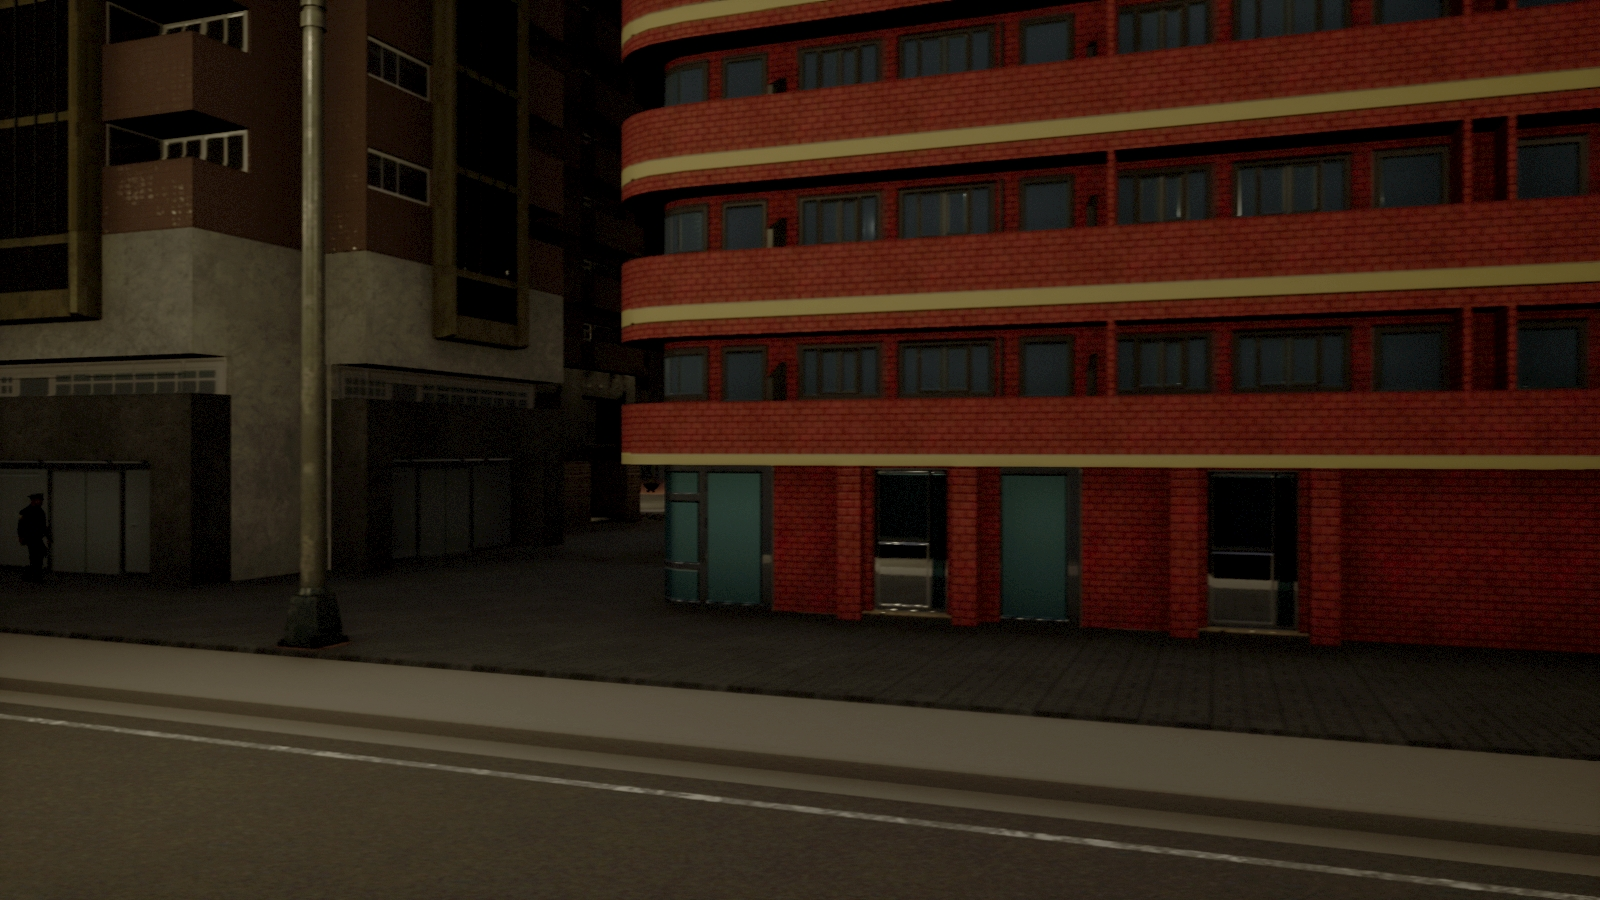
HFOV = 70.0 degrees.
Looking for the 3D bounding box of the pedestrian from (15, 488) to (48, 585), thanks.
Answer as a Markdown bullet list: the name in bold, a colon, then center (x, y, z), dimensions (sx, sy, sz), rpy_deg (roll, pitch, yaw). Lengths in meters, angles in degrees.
- **pedestrian**: center (-15.018, 1.678, 22.338), dimensions (0.375, 1.860, 0.375), rpy_deg (0, 0, 10)
